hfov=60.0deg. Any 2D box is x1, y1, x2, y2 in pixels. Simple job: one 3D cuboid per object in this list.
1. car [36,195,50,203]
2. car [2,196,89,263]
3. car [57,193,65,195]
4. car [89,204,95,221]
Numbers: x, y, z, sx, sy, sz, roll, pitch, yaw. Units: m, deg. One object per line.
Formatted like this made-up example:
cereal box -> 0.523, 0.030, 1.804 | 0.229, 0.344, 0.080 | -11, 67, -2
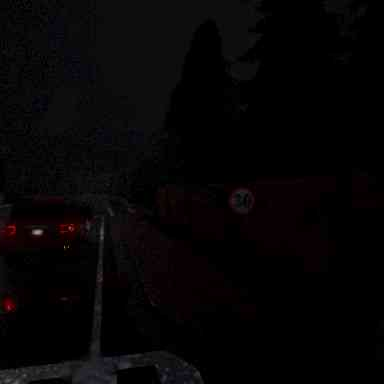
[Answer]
car -> -31.104, 1.471, 69.542 | 1.882, 1.535, 5.008 | 0, 0, -15
car -> -5.152, 1.257, 12.215 | 2.150, 2.045, 5.566 | 0, 0, -15
car -> -27.719, 1.517, 70.433 | 1.812, 1.442, 4.674 | 0, 0, -15
car -> -8.964, 1.515, 26.691 | 1.837, 1.490, 4.892 | 0, 0, -15
